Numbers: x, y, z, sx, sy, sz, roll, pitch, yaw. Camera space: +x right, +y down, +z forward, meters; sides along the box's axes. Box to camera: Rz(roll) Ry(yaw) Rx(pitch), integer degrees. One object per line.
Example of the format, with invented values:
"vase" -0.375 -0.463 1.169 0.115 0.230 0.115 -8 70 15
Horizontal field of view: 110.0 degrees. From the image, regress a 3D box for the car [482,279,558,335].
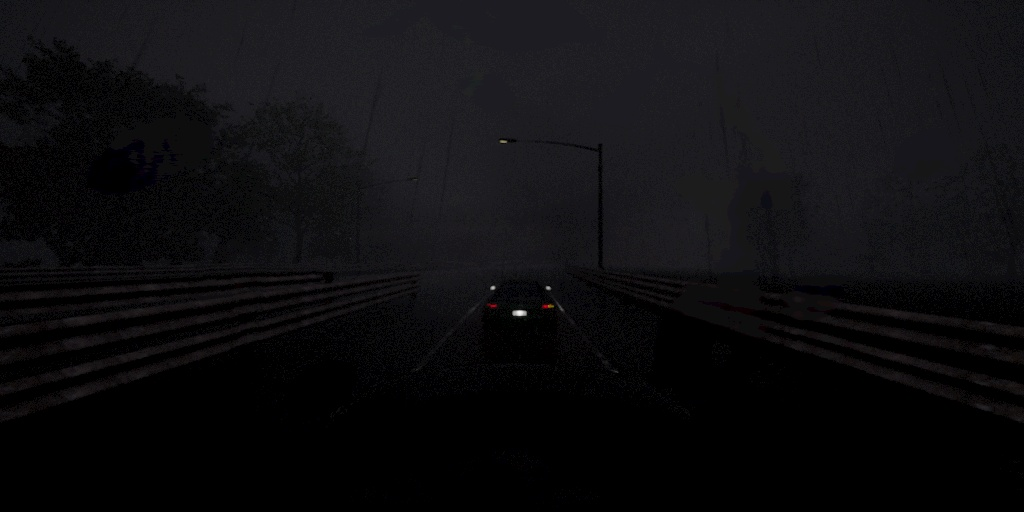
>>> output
"car" 0.254 1.389 10.798 1.994 1.385 4.181 0 0 2
